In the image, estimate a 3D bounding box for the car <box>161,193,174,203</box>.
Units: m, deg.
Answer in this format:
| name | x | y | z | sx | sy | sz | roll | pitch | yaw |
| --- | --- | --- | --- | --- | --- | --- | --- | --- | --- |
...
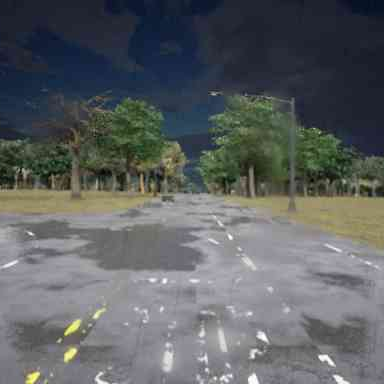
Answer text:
| name | x | y | z | sx | sy | sz | roll | pitch | yaw |
| --- | --- | --- | --- | --- | --- | --- | --- | --- | --- |
| car | -3.688 | 0.890 | 51.270 | 2.033 | 1.411 | 5.357 | 0 | 1 | 0 |
